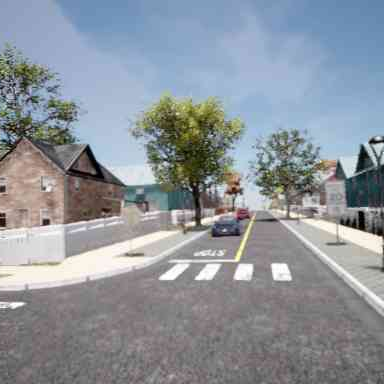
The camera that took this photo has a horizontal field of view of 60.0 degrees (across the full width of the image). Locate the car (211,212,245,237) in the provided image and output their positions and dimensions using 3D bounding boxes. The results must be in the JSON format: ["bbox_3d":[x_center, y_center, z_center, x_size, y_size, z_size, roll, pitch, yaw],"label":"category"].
[{"bbox_3d":[2.560,2.442,24.249,1.994,1.385,4.181,-3,-2,11],"label":"car"}]

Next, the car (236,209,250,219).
[{"bbox_3d":[7.595,3.194,49.239,1.882,1.535,5.008,-3,-2,11],"label":"car"}]
